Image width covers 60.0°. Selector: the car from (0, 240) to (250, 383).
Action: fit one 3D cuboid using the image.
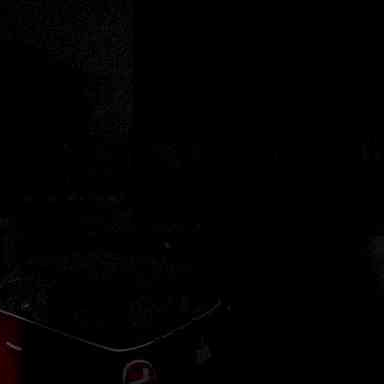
[{"bbox_3d":[-1.492,1.440,4.004,4.097,1.590,1.967,0,0,35],"label":"car"}]
